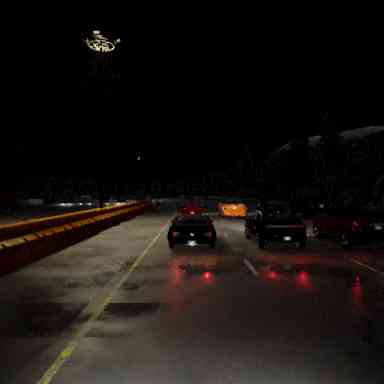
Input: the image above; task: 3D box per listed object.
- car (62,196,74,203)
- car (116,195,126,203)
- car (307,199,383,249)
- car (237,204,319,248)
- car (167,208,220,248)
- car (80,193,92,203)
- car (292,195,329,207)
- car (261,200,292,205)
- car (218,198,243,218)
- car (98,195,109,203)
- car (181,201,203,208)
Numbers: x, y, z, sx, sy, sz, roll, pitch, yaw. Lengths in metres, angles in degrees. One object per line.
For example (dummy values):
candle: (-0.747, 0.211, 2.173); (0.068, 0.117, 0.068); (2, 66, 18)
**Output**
car: (-25.029, 1.484, 67.127); (2.128, 1.511, 4.902); (0, 0, -13)
car: (-14.877, 1.472, 69.807); (2.128, 1.511, 4.902); (0, 0, -13)
car: (7.005, 1.363, 14.605); (2.097, 1.767, 4.553); (0, 0, 0)
car: (3.505, 1.492, 14.639); (2.128, 1.511, 4.902); (0, 0, 0)
car: (0.005, 1.613, 14.673); (1.895, 1.301, 4.718); (0, 0, 0)
car: (-21.638, 1.180, 67.991); (2.150, 2.045, 5.566); (0, 0, -13)
car: (10.523, 1.255, 29.660); (2.150, 2.045, 5.566); (0, 0, 0)
car: (7.023, 1.482, 29.635); (1.882, 1.535, 5.008); (0, 0, 0)
car: (3.523, 1.364, 29.609); (2.097, 1.767, 4.553); (0, 0, 0)
car: (-18.261, 1.451, 68.914); (1.837, 1.490, 4.892); (0, 0, -13)
car: (0.023, 1.530, 29.643); (1.812, 1.442, 4.674); (0, 0, 0)
